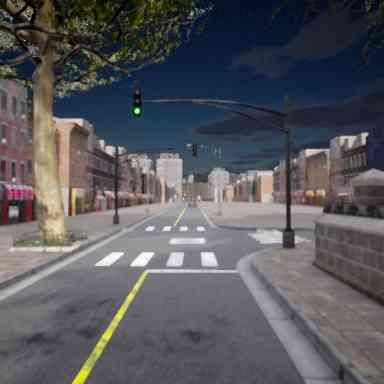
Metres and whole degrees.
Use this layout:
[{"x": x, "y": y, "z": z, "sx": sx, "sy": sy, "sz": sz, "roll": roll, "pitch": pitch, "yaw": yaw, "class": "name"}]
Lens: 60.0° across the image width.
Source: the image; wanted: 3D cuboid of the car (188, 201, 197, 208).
[{"x": 0.061, "y": 2.599, "z": 71.080, "sx": 2.128, "sy": 1.511, "sz": 4.902, "roll": 0, "pitch": -1, "yaw": 0, "class": "car"}]
